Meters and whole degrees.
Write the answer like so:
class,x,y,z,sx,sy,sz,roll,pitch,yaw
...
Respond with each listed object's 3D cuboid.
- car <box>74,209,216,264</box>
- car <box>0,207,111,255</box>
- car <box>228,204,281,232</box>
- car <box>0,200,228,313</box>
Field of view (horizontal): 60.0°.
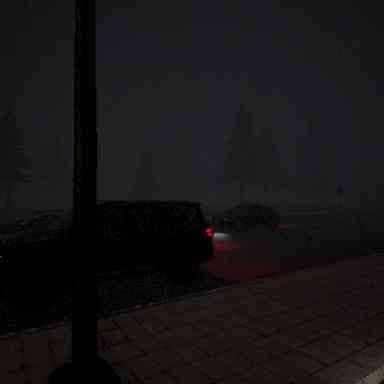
class,x,y,z,sx,sy,sz,roll,pitch,yaw
car,-1.669,1.497,12.596,4.902,1.511,2.128,0,0,-35
car,-6.080,1.495,13.755,4.902,1.511,2.128,0,0,-35
car,3.384,1.517,20.417,4.892,1.490,1.837,0,0,-35
car,-2.020,1.225,8.029,5.566,2.045,2.150,0,0,-35
